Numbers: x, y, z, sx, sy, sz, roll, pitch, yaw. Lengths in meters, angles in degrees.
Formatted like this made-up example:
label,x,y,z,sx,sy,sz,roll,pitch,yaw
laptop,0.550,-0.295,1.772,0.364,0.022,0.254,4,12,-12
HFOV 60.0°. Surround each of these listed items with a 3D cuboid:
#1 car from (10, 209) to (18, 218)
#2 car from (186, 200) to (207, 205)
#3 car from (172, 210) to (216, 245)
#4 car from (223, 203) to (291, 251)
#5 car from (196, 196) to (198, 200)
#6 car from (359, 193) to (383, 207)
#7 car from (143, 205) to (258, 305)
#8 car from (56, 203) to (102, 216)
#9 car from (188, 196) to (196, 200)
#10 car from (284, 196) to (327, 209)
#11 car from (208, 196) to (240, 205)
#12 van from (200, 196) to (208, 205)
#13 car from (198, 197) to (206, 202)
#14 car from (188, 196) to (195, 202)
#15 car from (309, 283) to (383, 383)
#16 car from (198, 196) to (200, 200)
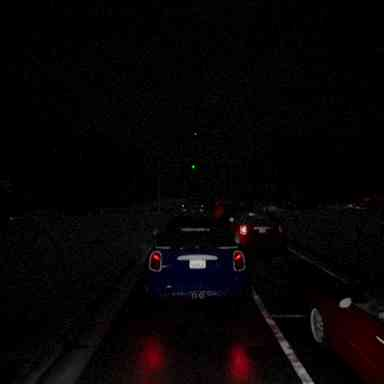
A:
label,x,y,z,sx,sy,sz,roll,pitch,yaw
car,-21.975,2.189,36.787,5.008,1.535,1.882,-2,0,0
car,0.079,1.654,29.607,1.994,1.385,4.181,0,0,0
car,0.086,1.647,16.602,1.895,1.301,4.718,0,0,0
car,2.619,1.479,14.274,1.967,1.590,4.097,-1,0,0
car,2.584,1.860,78.471,2.008,1.369,4.403,-1,0,0
car,22.501,0.868,39.792,4.553,1.767,2.097,-1,0,0
car,0.061,1.374,8.342,2.097,1.767,4.553,0,0,-1
car,-12.482,1.923,36.808,4.902,1.511,2.128,-2,0,1
car,-0.045,1.852,81.567,2.128,1.511,4.902,0,0,0
car,13.548,1.236,39.784,4.892,1.490,1.837,-1,1,0
car,2.611,1.389,25.079,2.192,1.841,5.009,-1,0,0
van,2.596,1.517,51.440,1.690,1.788,3.998,-1,0,0
car,2.581,1.884,83.877,1.887,1.381,4.507,-1,0,0
car,-0.050,1.911,91.967,1.812,1.442,4.674,0,0,0
car,2.627,1.591,3.468,1.802,1.307,4.206,-1,0,0
car,2.593,1.515,56.846,2.192,1.841,5.009,-1,0,0
